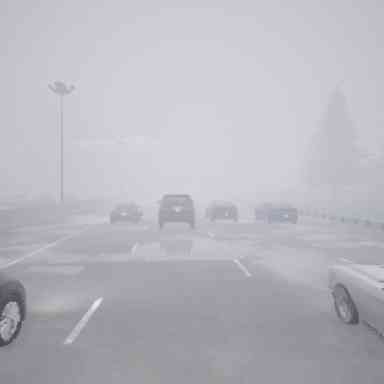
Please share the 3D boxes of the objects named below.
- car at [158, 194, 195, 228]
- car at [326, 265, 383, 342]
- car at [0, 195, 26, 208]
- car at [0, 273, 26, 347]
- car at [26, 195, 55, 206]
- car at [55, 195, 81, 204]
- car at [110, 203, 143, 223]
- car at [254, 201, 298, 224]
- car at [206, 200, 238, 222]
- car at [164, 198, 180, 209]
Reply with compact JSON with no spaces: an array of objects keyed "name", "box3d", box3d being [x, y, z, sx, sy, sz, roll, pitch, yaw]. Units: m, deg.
[{"name":"car","box3d":[-1.023,1.130,21.457,2.150,2.045,5.566,0,0,-4]},{"name":"car","box3d":[3.477,1.582,4.100,1.895,1.301,4.718,0,0,-1]},{"name":"car","box3d":[-24.020,1.163,45.591,2.097,1.767,4.553,0,0,-4]},{"name":"car","box3d":[-3.519,1.490,3.362,1.837,1.490,4.892,0,0,-1]},{"name":"car","box3d":[-20.530,1.161,45.851,2.097,1.767,4.553,0,0,-4]},{"name":"car","box3d":[-17.078,1.157,46.677,2.097,1.767,4.553,0,0,-4]},{"name":"car","box3d":[-4.758,1.461,24.464,1.994,1.385,4.181,0,0,-4]},{"name":"car","box3d":[5.831,1.376,23.637,1.882,1.535,5.008,0,0,-4]},{"name":"car","box3d":[2.190,1.369,25.451,1.882,1.535,5.008,0,0,-4]},{"name":"car","box3d":[-2.650,1.417,43.392,1.895,1.301,4.718,0,0,-4]}]
